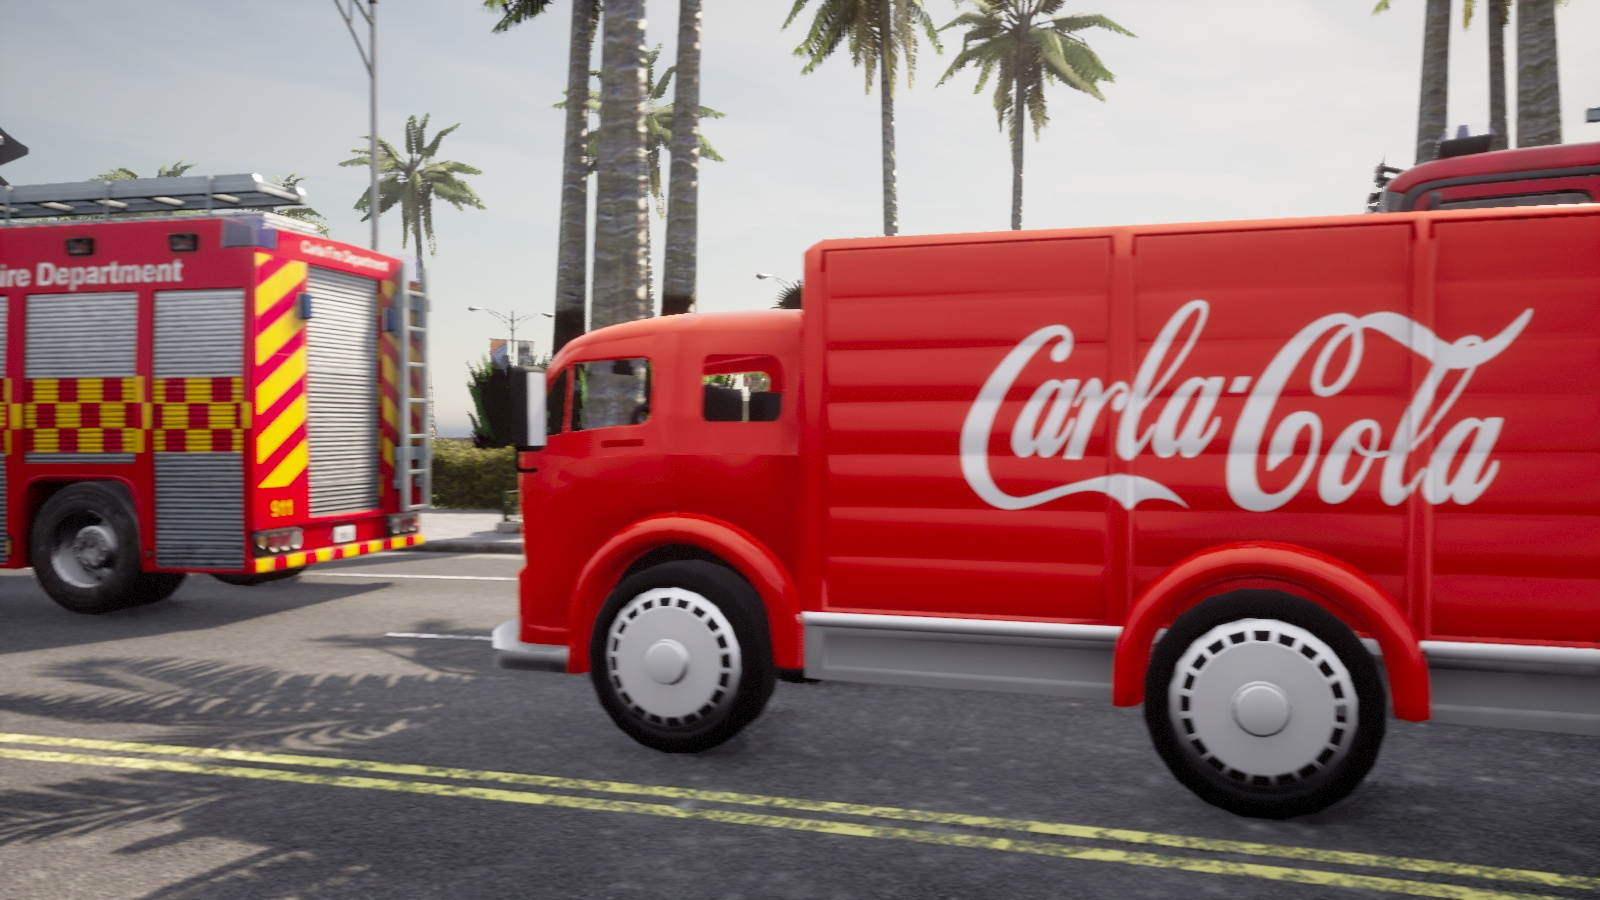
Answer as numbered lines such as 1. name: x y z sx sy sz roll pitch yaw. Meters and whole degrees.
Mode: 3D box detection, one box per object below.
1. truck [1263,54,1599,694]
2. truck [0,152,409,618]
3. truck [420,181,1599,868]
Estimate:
1. truck: 7.532 -0.442 7.841 8.468 3.827 2.891 1 1 25
2. truck: -8.537 -0.578 12.610 8.468 3.827 2.891 0 1 12
3. truck: 1.021 0.234 6.557 5.204 2.467 2.627 1 1 19
